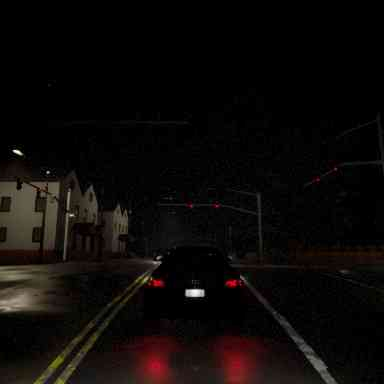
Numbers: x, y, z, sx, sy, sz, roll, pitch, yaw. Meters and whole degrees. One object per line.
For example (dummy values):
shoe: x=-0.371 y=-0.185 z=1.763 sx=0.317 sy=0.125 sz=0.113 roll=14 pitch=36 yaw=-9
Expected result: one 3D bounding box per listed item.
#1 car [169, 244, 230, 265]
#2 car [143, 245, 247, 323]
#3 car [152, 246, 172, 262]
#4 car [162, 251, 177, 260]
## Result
car: x=0.552 y=5.101 z=27.212 sx=2.128 sy=1.511 sz=4.902 roll=10 pitch=-15 yaw=-43
car: x=0.064 y=1.984 z=7.878 sx=1.994 sy=1.385 sz=4.181 roll=0 pitch=-7 yaw=0
car: x=-3.644 y=7.757 z=41.499 sx=2.097 sy=1.767 sz=4.553 roll=0 pitch=-11 yaw=0
car: x=-3.648 y=10.314 z=54.015 sx=2.128 sy=1.511 sz=4.902 roll=0 pitch=-11 yaw=0
